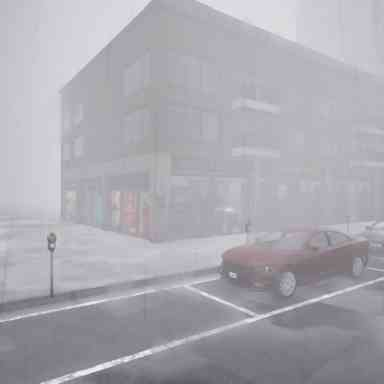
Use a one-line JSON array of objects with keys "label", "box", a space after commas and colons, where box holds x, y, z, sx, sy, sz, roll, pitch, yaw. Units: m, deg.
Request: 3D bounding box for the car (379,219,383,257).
[{"label": "car", "box": [7.212, 1.581, 11.666, 4.206, 1.307, 1.802, 0, 0, -35]}]

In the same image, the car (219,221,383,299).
[{"label": "car", "box": [2.712, 1.544, 8.462, 4.507, 1.381, 1.887, 0, 0, -35]}]
